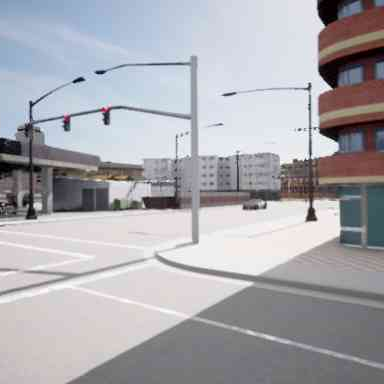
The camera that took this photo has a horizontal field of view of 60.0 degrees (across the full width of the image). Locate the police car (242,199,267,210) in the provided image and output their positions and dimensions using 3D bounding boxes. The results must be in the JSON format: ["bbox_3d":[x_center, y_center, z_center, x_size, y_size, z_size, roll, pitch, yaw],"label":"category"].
[{"bbox_3d":[8.688,1.725,46.338,2.038,1.542,4.974,-1,0,35],"label":"police car"}]

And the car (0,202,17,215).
[{"bbox_3d":[-22.073,1.905,38.602,3.806,1.475,1.970,-1,0,36],"label":"car"}]
